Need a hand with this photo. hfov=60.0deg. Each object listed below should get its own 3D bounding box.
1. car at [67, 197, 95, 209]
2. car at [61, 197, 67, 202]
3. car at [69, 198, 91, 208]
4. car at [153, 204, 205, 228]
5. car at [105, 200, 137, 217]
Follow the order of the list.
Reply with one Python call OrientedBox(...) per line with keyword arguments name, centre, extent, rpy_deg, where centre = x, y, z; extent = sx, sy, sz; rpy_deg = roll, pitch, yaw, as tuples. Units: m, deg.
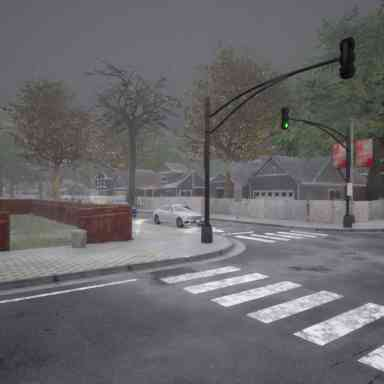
OrientedBox(name="car", centre=(-12.816, 1.530, 39.205), extent=(1.882, 1.535, 5.008), rpy_deg=(0, 0, -35))
OrientedBox(name="car", centre=(-22.359, 1.601, 57.419), extent=(2.128, 1.511, 4.902), rpy_deg=(0, 0, -36))
OrientedBox(name="car", centre=(-16.699, 1.654, 49.611), extent=(1.994, 1.385, 4.181), rpy_deg=(0, 0, -35))
OrientedBox(name="car", centre=(-0.990, 1.547, 22.655), extent=(1.812, 1.442, 4.674), rpy_deg=(0, 0, -36))
OrientedBox(name="car", centre=(-6.828, 1.513, 30.824), extent=(1.882, 1.535, 5.008), rpy_deg=(0, 0, -36))
